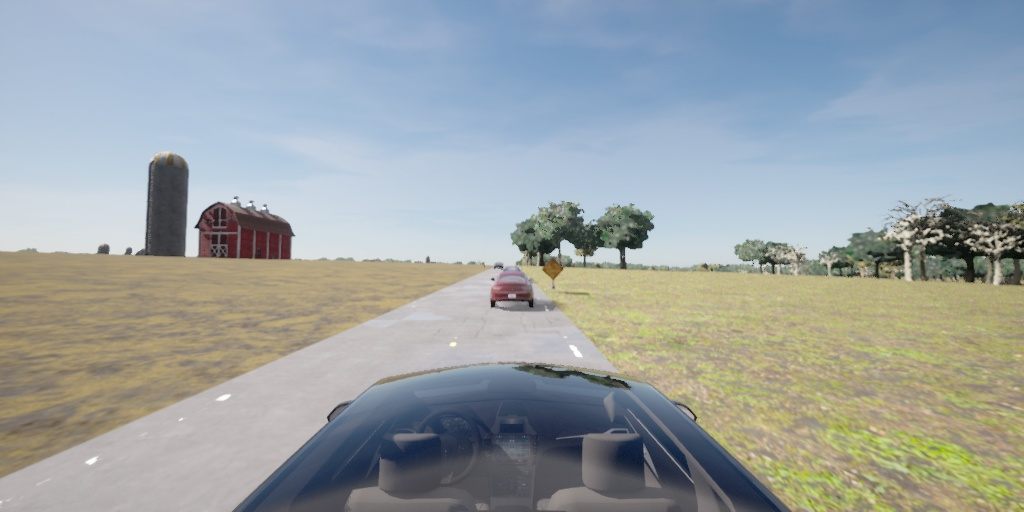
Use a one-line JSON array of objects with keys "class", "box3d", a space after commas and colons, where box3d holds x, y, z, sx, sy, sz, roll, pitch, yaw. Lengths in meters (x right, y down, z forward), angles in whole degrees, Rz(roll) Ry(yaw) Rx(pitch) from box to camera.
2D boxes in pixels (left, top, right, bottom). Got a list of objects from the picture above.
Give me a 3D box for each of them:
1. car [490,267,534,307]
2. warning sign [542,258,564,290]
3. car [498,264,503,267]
[{"class": "car", "box3d": [0.007, 1.415, 16.254, 1.812, 1.442, 4.674, 0, 0, 0]}, {"class": "warning sign", "box3d": [2.454, 1.051, 21.071, 1.300, 1.860, 1.060, 0, 0, 0]}, {"class": "car", "box3d": [0.009, 1.595, 31.190, 1.994, 1.385, 4.181, 0, 0, 0]}]
